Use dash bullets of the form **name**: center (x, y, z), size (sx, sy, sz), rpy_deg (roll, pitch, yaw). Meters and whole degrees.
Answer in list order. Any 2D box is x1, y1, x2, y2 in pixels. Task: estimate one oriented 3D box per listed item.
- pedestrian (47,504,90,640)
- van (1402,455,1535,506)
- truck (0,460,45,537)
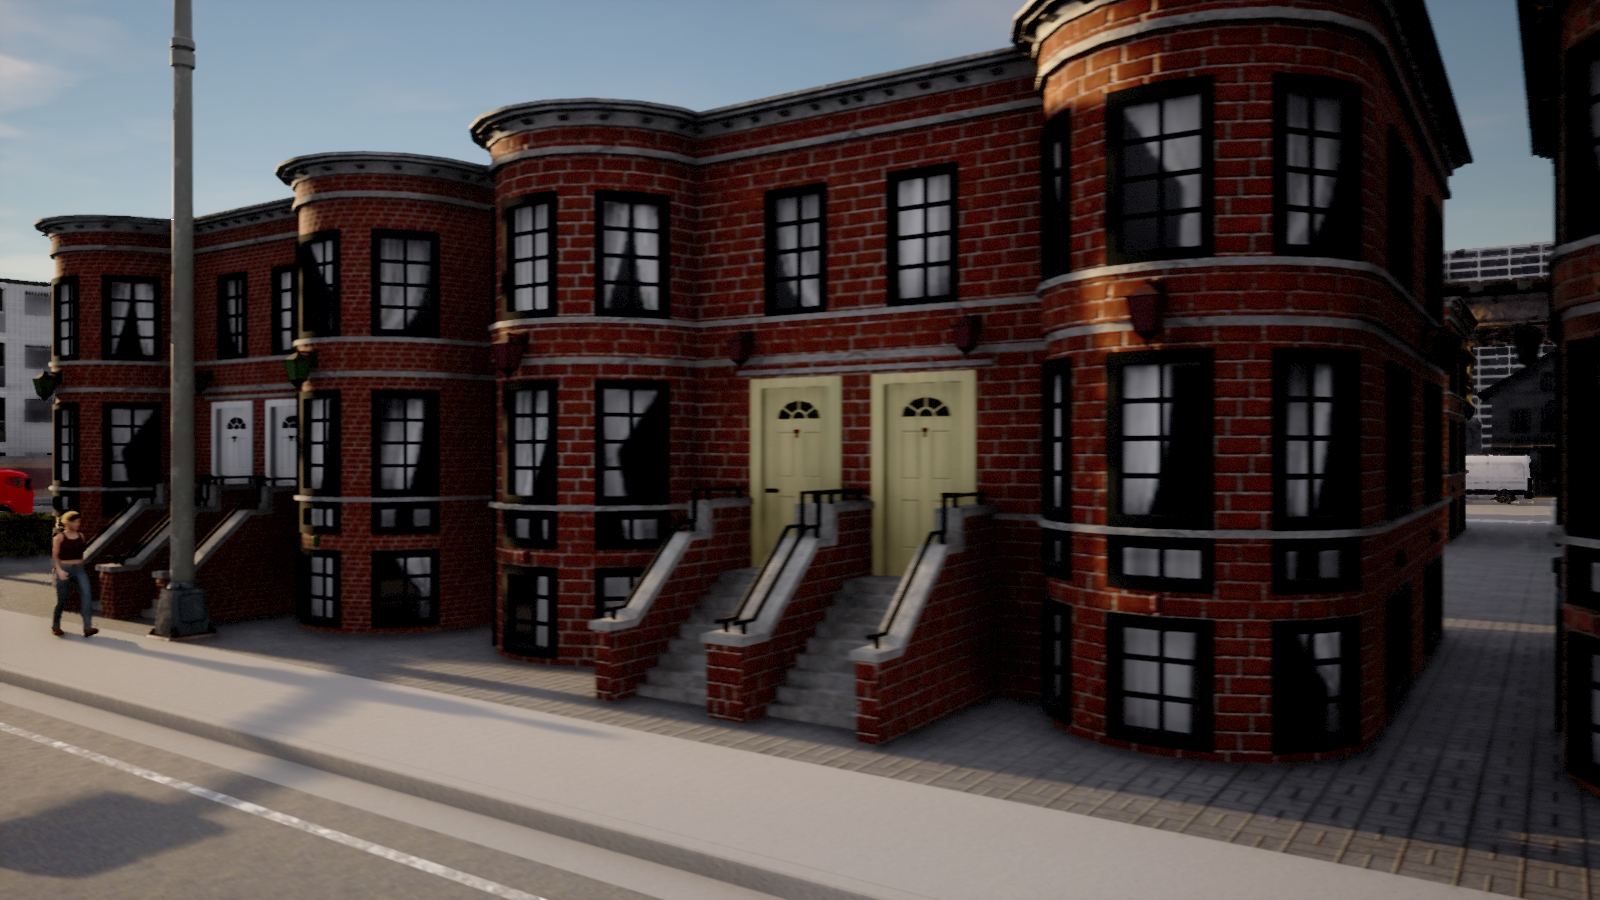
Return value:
- **pedestrian**: center (-10.297, 1.699, 16.085), size (0.375, 1.860, 0.375), rpy_deg (0, 0, 29)
- **van**: center (35.150, 1.534, 60.174), size (5.915, 2.561, 1.988), rpy_deg (0, 0, 35)
- **truck**: center (-27.659, 1.567, 36.592), size (2.627, 2.467, 5.204), rpy_deg (0, 0, 36)
